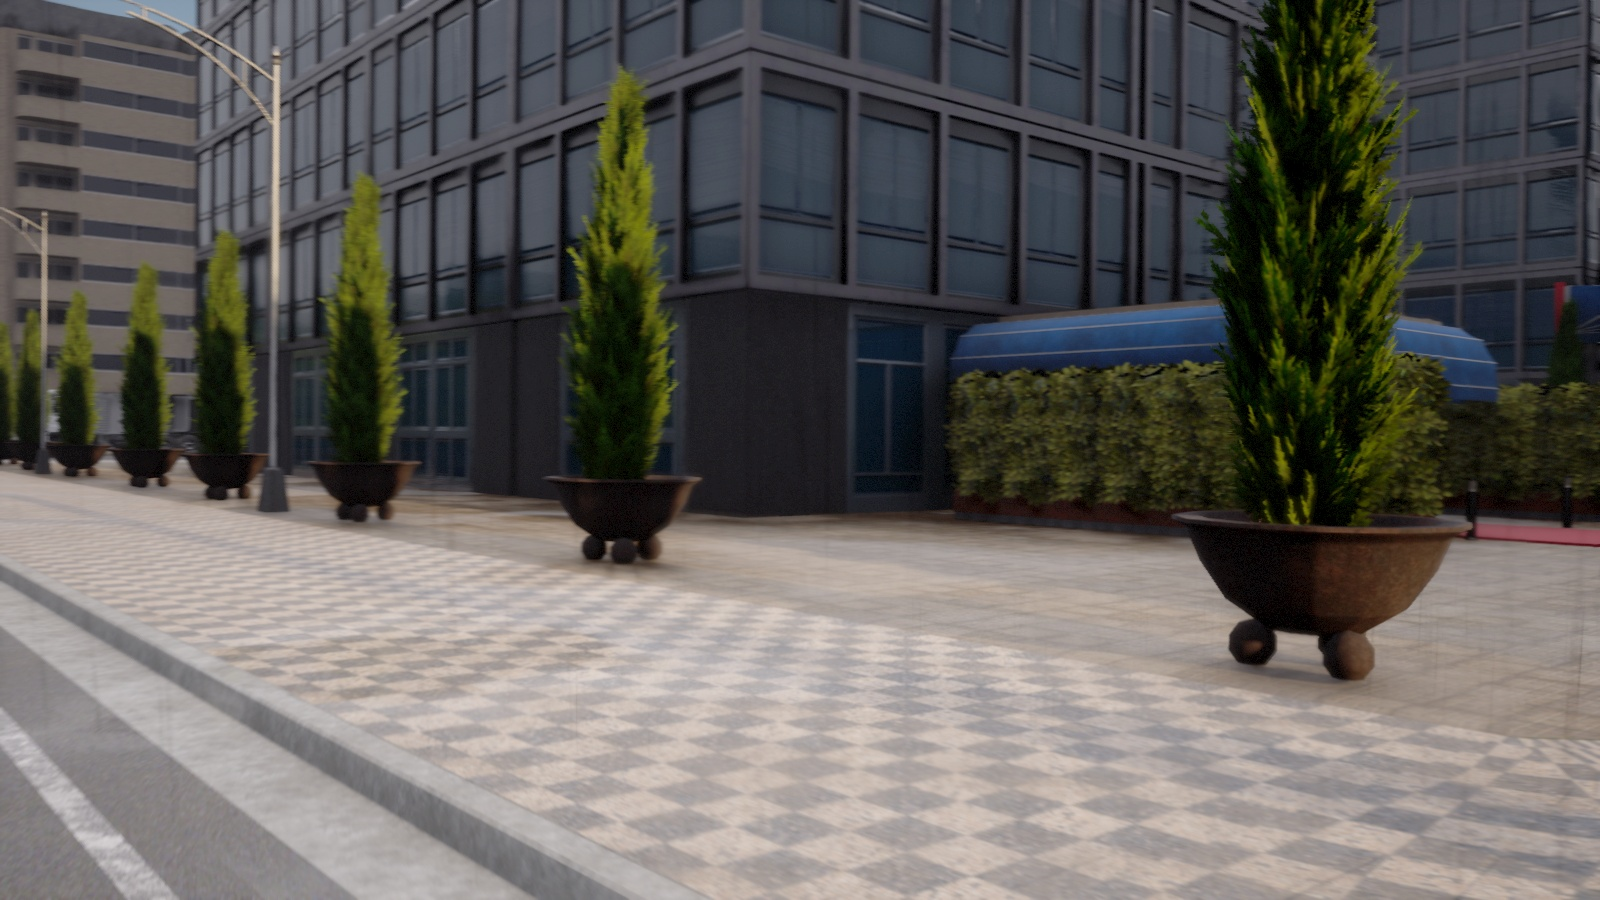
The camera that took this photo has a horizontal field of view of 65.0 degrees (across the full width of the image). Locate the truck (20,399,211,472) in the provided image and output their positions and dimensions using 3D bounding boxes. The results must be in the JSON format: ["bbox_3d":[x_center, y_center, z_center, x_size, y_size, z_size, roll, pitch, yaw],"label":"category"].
[{"bbox_3d":[-34.178,-0.745,62.935,7.936,3.462,2.891,-1,1,-40],"label":"truck"}]
